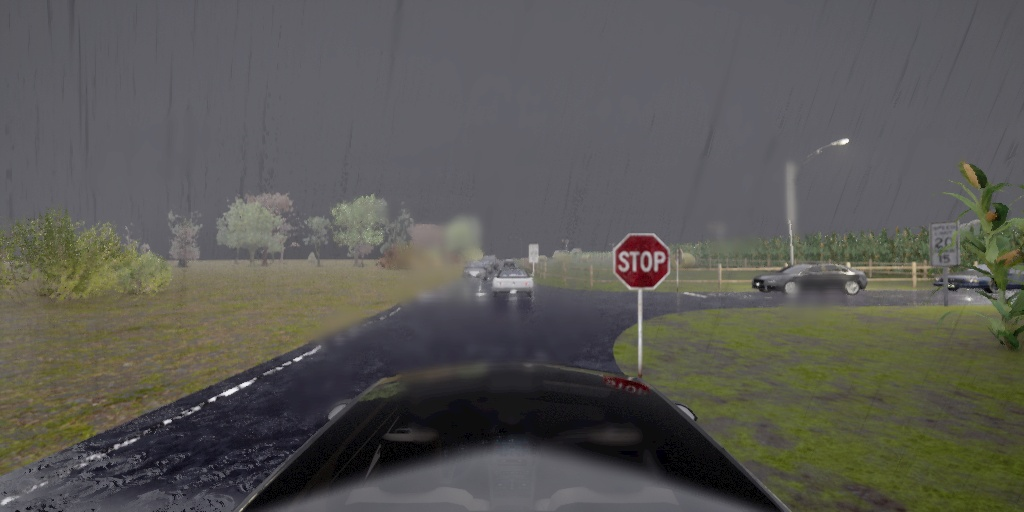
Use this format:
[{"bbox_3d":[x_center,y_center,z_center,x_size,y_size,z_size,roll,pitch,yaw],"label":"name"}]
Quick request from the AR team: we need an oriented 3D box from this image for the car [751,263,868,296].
[{"bbox_3d":[14.394,1.108,17.502,4.892,1.490,1.837,-1,-1,-1],"label":"car"}]

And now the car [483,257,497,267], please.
[{"bbox_3d":[-3.083,1.216,39.917,2.128,1.511,4.902,0,0,-1],"label":"car"}]

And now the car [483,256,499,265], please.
[{"bbox_3d":[-3.180,0.947,50.193,2.150,2.045,5.566,0,0,-1],"label":"car"}]

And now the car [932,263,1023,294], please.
[{"bbox_3d":[24.225,1.055,17.649,5.357,1.411,2.033,-1,-1,-1],"label":"car"}]

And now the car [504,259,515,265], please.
[{"bbox_3d":[-0.483,1.206,61.708,1.882,1.535,5.008,0,0,-1],"label":"car"}]

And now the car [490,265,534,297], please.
[{"bbox_3d":[0.070,1.325,18.473,1.895,1.301,4.718,0,0,0],"label":"car"}]

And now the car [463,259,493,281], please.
[{"bbox_3d":[-2.941,1.217,29.980,2.128,1.511,4.902,0,0,-2],"label":"car"}]
